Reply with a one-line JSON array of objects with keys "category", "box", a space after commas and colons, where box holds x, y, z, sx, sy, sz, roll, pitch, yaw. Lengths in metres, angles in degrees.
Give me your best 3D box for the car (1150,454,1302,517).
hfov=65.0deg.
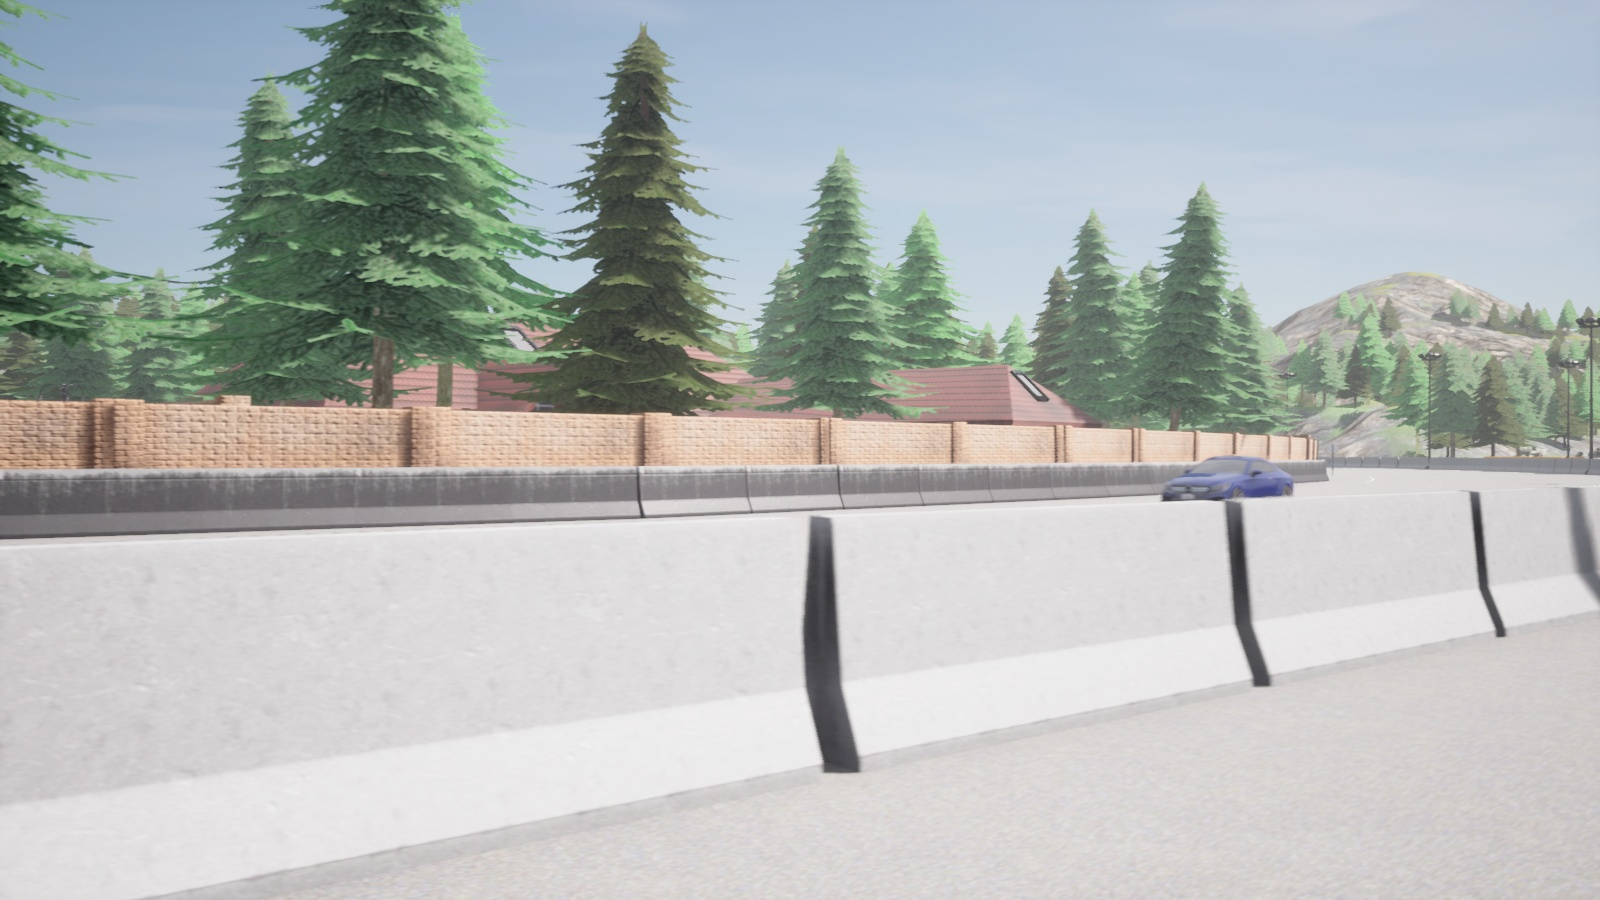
[{"category": "car", "box": [10.756, 0.828, 31.515, 1.812, 1.442, 4.674, 0, 0, 44]}]
